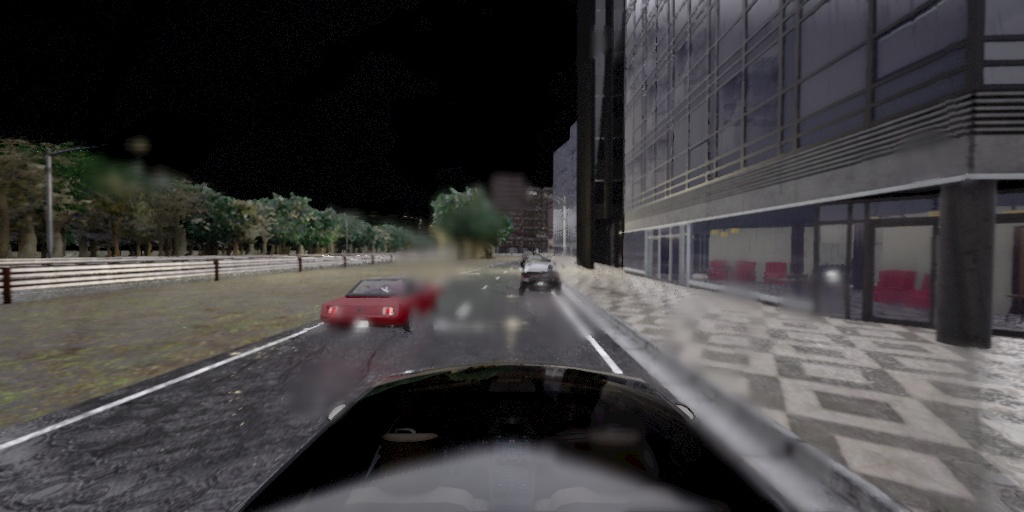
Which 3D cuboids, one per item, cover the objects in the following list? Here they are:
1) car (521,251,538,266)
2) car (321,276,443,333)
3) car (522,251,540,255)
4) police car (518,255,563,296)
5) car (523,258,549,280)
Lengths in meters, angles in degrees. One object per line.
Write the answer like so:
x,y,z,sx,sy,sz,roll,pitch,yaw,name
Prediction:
2.600,0.269,51.427,2.150,2.045,5.566,0,1,6,car
-3.285,1.223,10.217,1.895,1.301,4.718,0,1,1,car
2.135,0.648,33.191,2.097,1.767,4.553,0,1,4,car
1.342,0.943,17.553,1.930,1.638,5.238,0,1,2,police car
1.779,0.904,27.309,1.812,1.442,4.674,0,1,3,car
